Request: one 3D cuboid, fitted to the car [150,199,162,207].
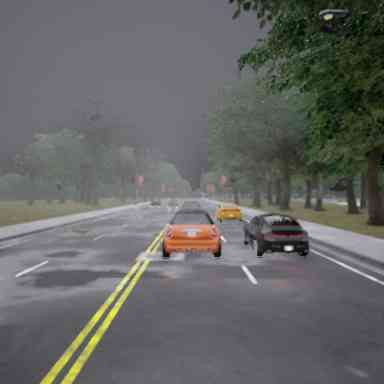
[{"bbox_3d":[-6.940,2.097,64.913,2.033,1.411,5.357,0,0,0],"label":"car"}]

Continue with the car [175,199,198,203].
[{"bbox_3d":[-0.072,1.599,28.455,2.097,1.767,4.553,0,-1,0],"label":"car"}]

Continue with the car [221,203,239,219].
[{"bbox_3d":[3.180,1.732,29.299,1.882,1.535,5.008,0,0,0],"label":"car"}]

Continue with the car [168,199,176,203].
[{"bbox_3d":[-3.698,2.053,64.947,1.837,1.490,4.892,0,0,0],"label":"car"}]

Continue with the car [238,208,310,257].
[{"bbox_3d":[3.245,1.632,13.557,1.837,1.490,4.892,0,0,0],"label":"car"}]

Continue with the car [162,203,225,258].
[{"bbox_3d":[-0.004,1.475,13.450,2.097,1.767,4.553,0,-1,0],"label":"car"}]
